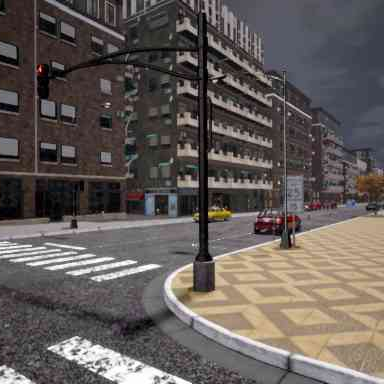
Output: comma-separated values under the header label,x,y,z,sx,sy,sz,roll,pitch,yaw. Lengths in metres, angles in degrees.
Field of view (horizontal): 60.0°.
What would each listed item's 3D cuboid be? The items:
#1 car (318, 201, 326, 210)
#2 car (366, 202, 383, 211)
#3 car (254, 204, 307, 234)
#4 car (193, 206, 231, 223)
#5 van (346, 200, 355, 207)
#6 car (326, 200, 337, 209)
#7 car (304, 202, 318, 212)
label,x,y,z,sx,sy,sz,roll,pitch,yaw
car,21.551,2.555,58.347,1.887,1.381,4.507,-2,-2,35
car,31.603,2.584,58.171,1.947,1.339,4.313,-2,-2,35
car,5.538,1.751,21.252,1.967,1.590,4.097,-2,-2,35
car,1.904,2.002,30.517,1.752,1.417,4.829,-2,-2,35
van,41.060,2.884,86.070,1.690,1.788,3.998,-2,-2,35
car,28.064,2.502,67.584,2.192,1.841,5.009,-2,-2,35
car,18.291,2.362,53.735,1.967,1.590,4.097,-2,-2,35
